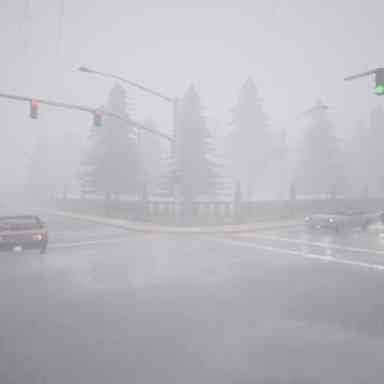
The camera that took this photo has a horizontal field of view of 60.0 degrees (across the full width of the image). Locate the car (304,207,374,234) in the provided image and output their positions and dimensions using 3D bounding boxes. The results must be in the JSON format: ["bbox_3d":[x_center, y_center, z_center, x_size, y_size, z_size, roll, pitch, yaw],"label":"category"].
[{"bbox_3d":[8.514,1.564,19.197,4.718,1.301,1.895,0,0,-38],"label":"car"}]

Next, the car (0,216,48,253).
[{"bbox_3d":[-6.787,1.579,13.050,1.895,1.301,4.718,0,0,-26],"label":"car"}]

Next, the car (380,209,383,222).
[{"bbox_3d":[15.880,1.443,24.893,4.902,1.511,2.128,0,0,-38],"label":"car"}]

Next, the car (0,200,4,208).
[{"bbox_3d":[-26.926,1.452,44.966,1.812,1.442,4.674,0,0,-38],"label":"car"}]
